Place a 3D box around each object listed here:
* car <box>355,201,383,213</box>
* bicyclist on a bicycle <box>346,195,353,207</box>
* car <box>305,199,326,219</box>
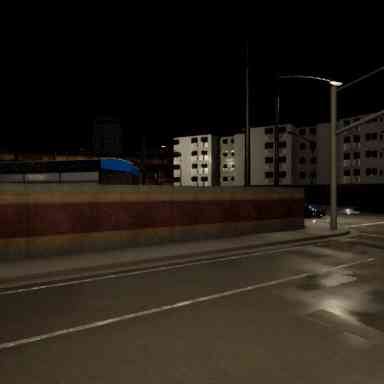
[{"bbox_3d":[19.233,1.564,34.391,1.994,1.385,4.181,0,0,-34],"label":"car"},{"bbox_3d":[22.109,1.300,46.637,1.656,1.620,0.582,0,0,-35],"label":"bicyclist on a bicycle"},{"bbox_3d":[9.538,1.352,29.564,2.097,1.767,4.553,0,0,-33],"label":"car"}]
